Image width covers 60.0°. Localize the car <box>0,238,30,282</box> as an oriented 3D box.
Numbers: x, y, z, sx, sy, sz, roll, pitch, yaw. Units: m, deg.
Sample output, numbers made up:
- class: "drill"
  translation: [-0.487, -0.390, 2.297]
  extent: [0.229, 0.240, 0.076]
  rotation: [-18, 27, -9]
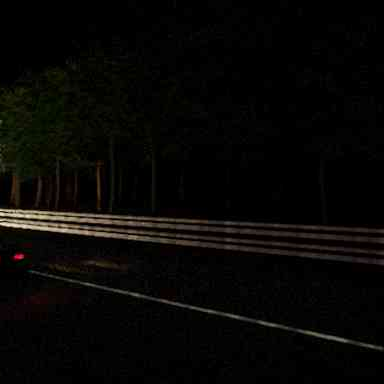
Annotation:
- class: "car"
  translation: [-6.389, 1.568, 8.625]
  extent: [5.357, 1.411, 2.033]
  rotation: [0, 0, 35]
